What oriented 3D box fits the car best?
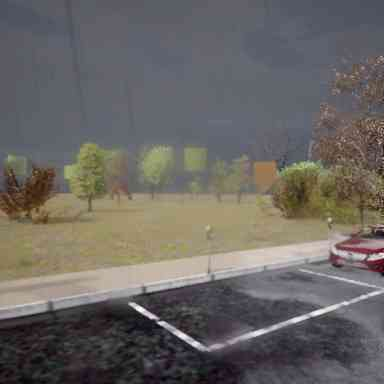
[{"bbox_3d":[6.067,1.698,10.417,4.206,1.307,1.802,1,0,-35],"label":"car"}]
